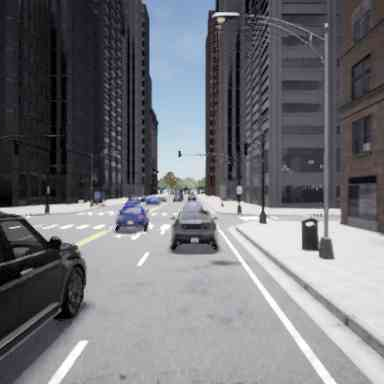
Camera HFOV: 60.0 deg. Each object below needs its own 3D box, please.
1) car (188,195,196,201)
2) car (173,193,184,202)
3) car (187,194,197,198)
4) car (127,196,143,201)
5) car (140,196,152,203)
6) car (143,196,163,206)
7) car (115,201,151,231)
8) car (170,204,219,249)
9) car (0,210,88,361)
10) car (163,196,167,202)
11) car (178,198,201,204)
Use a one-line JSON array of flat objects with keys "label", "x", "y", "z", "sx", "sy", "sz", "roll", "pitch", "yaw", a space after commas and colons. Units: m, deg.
[{"label": "car", "x": 0.025, "y": 1.466, "z": 84.889, "sx": 1.994, "sy": 1.385, "sz": 4.181, "roll": 0, "pitch": 0, "yaw": 0}, {"label": "car", "x": -3.228, "y": 1.470, "z": 73.775, "sx": 2.128, "sy": 1.511, "sz": 4.902, "roll": 0, "pitch": 0, "yaw": 0}, {"label": "car", "x": 0.021, "y": 1.300, "z": 73.711, "sx": 2.097, "sy": 1.767, "sz": 4.553, "roll": 0, "pitch": 0, "yaw": 0}, {"label": "car", "x": -9.776, "y": 1.484, "z": 55.919, "sx": 1.812, "sy": 1.442, "sz": 4.674, "roll": 0, "pitch": 0, "yaw": 1}, {"label": "car", "x": -9.729, "y": 1.543, "z": 71.126, "sx": 1.895, "sy": 1.301, "sz": 4.718, "roll": 0, "pitch": 0, "yaw": 0}, {"label": "car", "x": -6.526, "y": 1.436, "z": 55.936, "sx": 1.882, "sy": 1.535, "sz": 5.008, "roll": 0, "pitch": 0, "yaw": 1}, {"label": "car", "x": -3.626, "y": 1.514, "z": 20.529, "sx": 1.812, "sy": 1.442, "sz": 4.674, "roll": 0, "pitch": 0, "yaw": -6}, {"label": "car", "x": 0.104, "y": 1.499, "z": 14.514, "sx": 1.837, "sy": 1.490, "sz": 4.892, "roll": 0, "pitch": 0, "yaw": 0}, {"label": "car", "x": -3.153, "y": 1.216, "z": 4.179, "sx": 2.150, "sy": 2.045, "sz": 5.566, "roll": 0, "pitch": 0, "yaw": 1}, {"label": "car", "x": -6.479, "y": 1.501, "z": 71.174, "sx": 1.994, "sy": 1.385, "sz": 4.181, "roll": 0, "pitch": 0, "yaw": 0}, {"label": "car", "x": 0.105, "y": 1.529, "z": 28.926, "sx": 2.033, "sy": 1.411, "sz": 5.357, "roll": 0, "pitch": 0, "yaw": 0}]
